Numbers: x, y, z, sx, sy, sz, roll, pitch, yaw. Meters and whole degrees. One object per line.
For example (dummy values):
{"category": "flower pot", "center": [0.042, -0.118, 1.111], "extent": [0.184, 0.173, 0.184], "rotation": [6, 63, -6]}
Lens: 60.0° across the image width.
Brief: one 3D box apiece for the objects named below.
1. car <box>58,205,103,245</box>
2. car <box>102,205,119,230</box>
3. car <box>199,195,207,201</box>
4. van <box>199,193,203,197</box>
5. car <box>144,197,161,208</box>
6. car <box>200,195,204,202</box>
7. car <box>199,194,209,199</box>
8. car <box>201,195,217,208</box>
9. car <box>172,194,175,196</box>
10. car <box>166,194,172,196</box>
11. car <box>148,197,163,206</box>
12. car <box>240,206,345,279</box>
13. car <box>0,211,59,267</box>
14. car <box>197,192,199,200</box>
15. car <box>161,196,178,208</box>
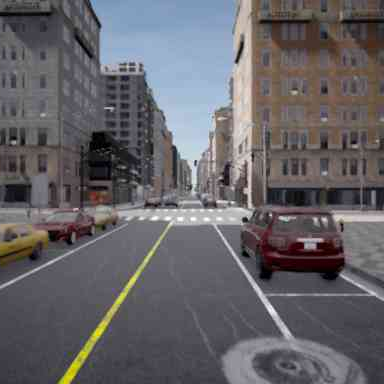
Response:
{"category": "car", "center": [-5.842, 1.534, 15.566], "extent": [1.887, 1.381, 4.507], "rotation": [1, 0, 0]}
{"category": "car", "center": [-5.840, 1.511, 21.021], "extent": [1.752, 1.417, 4.829], "rotation": [1, 0, 0]}
{"category": "car", "center": [2.715, 1.531, 82.237], "extent": [1.802, 1.307, 4.206], "rotation": [1, 0, 0]}
{"category": "van", "center": [2.709, 1.297, 65.218], "extent": [1.690, 1.788, 3.998], "rotation": [1, 0, 0]}
{"category": "car", "center": [-5.827, 1.511, 48.211], "extent": [1.887, 1.381, 4.507], "rotation": [1, 0, 0]}
{"category": "car", "center": [2.701, 1.544, 53.871], "extent": [1.802, 1.307, 4.206], "rotation": [1, 0, 0]}
{"category": "car", "center": [2.704, 1.541, 59.544], "extent": [1.802, 1.307, 4.206], "rotation": [1, 0, 0]}
{"category": "car", "center": [2.699, 1.548, 48.197], "extent": [1.802, 1.307, 4.206], "rotation": [1, 0, 0]}
{"category": "car", "center": [-5.809, 1.390, 82.248], "extent": [1.967, 1.590, 4.097], "rotation": [1, 0, 0]}
{"category": "car", "center": [-5.816, 1.536, 70.902], "extent": [1.802, 1.307, 4.206], "rotation": [1, 0, 0]}
{"category": "car", "center": [-5.824, 1.508, 53.884], "extent": [1.887, 1.381, 4.507], "rotation": [1, 0, 0]}
{"category": "car", "center": [2.683, 1.308, 9.929], "extent": [2.192, 1.841, 5.009], "rotation": [1, 0, 0]}
{"category": "car", "center": [-5.845, 1.519, 9.772], "extent": [1.752, 1.417, 4.829], "rotation": [1, 0, 0]}
{"category": "car", "center": [2.712, 1.268, 70.891], "extent": [2.192, 1.841, 5.009], "rotation": [1, 0, 0]}
{"category": "car", "center": [-2.977, 1.576, 48.056], "extent": [1.895, 1.301, 4.718], "rotation": [0, 0, 0]}
